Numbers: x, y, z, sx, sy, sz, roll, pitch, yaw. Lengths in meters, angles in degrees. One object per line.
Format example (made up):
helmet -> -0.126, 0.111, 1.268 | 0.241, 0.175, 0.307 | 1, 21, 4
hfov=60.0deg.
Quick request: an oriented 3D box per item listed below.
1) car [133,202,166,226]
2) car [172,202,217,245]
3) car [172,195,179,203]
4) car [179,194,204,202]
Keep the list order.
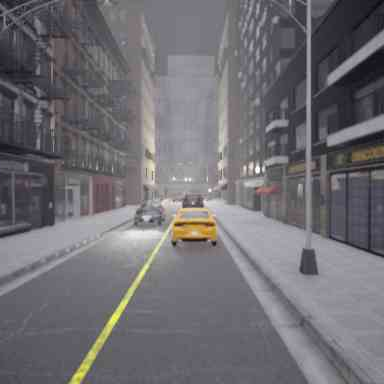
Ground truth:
car -> -2.846, 1.472, 23.247 | 2.128, 1.511, 4.902 | 0, 0, 0
car -> 0.100, 1.469, 15.535 | 1.882, 1.535, 5.008 | 0, 0, 0
car -> -2.764, 1.381, 64.450 | 1.812, 1.442, 4.674 | 0, 0, 0
car -> 0.101, 1.177, 34.498 | 2.150, 2.045, 5.566 | 0, 0, 0
